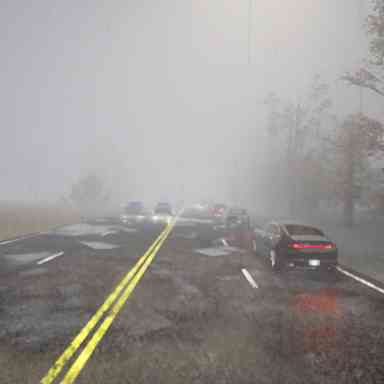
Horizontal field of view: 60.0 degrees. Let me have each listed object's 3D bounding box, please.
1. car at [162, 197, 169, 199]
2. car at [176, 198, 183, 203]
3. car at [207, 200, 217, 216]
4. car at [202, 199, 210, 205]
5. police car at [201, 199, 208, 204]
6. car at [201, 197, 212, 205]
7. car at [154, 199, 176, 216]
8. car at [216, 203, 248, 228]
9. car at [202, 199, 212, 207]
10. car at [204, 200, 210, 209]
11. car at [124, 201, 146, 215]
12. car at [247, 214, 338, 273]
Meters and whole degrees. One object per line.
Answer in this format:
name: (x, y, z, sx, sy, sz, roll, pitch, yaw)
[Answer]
car: (-6.356, 1.954, 79.217, 1.837, 1.490, 4.892, 2, -1, 0)
car: (-3.108, 2.079, 79.194, 1.812, 1.442, 4.674, 2, -1, 0)
car: (3.311, 2.107, 39.755, 2.163, 1.488, 4.792, 2, -1, 0)
car: (3.420, 2.590, 83.681, 1.812, 1.442, 4.674, 2, -1, 1)
police car: (3.552, 2.675, 94.647, 2.038, 1.542, 4.974, 2, -1, 1)
car: (3.367, 2.177, 72.750, 2.150, 2.045, 5.566, 2, -1, 0)
car: (-3.277, 1.888, 38.731, 1.882, 1.535, 5.008, 2, -1, 0)
car: (3.417, 1.936, 26.366, 2.128, 1.511, 4.902, 2, 0, 0)
car: (3.338, 2.443, 61.745, 1.895, 1.301, 4.718, 2, 0, 0)
car: (3.333, 2.317, 50.750, 1.895, 1.301, 4.718, 3, -1, 0)
car: (-6.525, 1.783, 38.392, 1.882, 1.535, 5.008, 2, -1, 0)
car: (3.393, 1.761, 11.715, 1.837, 1.490, 4.892, 2, -1, -1)
